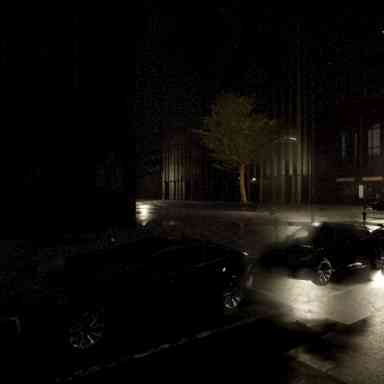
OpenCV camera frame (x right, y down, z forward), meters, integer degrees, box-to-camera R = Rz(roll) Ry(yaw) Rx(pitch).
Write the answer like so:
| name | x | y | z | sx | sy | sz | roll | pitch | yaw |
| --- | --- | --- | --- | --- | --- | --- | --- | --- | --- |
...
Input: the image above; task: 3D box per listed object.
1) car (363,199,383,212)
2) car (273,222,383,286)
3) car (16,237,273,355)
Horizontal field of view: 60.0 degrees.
| name | x | y | z | sx | sy | sz | roll | pitch | yaw |
| --- | --- | --- | --- | --- | --- | --- | --- | --- | --- |
| car | 21.590 | 1.526 | 36.821 | 1.837 | 1.490 | 4.892 | 0 | 0 | -36 |
| car | 3.817 | 1.566 | 9.402 | 4.313 | 1.339 | 1.947 | 0 | 0 | -36 |
| car | -0.762 | 1.566 | 6.116 | 4.313 | 1.339 | 1.947 | 0 | 0 | -36 |
